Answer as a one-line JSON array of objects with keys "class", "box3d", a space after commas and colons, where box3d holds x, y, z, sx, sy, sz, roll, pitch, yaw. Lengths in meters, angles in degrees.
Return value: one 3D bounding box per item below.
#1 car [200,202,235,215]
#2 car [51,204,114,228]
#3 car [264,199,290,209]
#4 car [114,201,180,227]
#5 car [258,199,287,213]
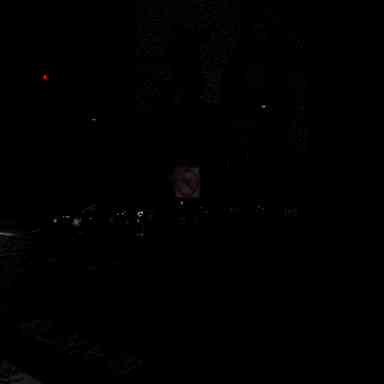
[{"class": "car", "box3d": [2.888, 1.797, 37.012, 1.895, 1.301, 4.718, 0, -1, 36]}, {"class": "car", "box3d": [-7.268, 1.575, 23.012, 2.128, 1.511, 4.902, 0, -1, 34]}, {"class": "car", "box3d": [13.086, 1.762, 50.933, 2.033, 1.411, 5.357, 0, -1, 36]}, {"class": "car", "box3d": [-2.889, 1.436, 23.502, 2.097, 1.767, 4.553, 0, -1, 36]}, {"class": "car", "box3d": [9.798, 1.727, 40.984, 1.837, 1.490, 4.892, 0, -1, 36]}]
